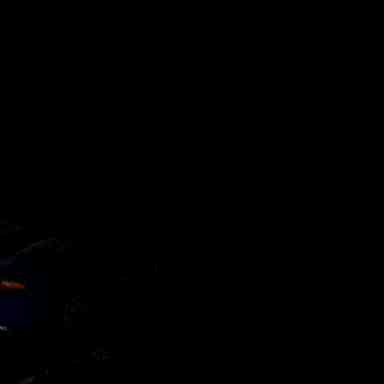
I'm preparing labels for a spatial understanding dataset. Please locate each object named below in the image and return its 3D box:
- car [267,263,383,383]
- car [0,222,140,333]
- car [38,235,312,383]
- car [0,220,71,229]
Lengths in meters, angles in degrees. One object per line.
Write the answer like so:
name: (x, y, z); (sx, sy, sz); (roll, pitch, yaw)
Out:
car: (2.883, 1.479, 3.696); (2.231, 1.521, 4.892); (0, 0, 36)
car: (-1.761, 1.514, 7.016); (2.097, 1.535, 5.008); (0, 0, 36)
car: (0.509, 1.501, 5.393); (2.097, 1.535, 5.008); (0, 0, 36)
car: (-4.046, 1.548, 8.619); (2.163, 1.488, 4.792); (0, 0, 36)
